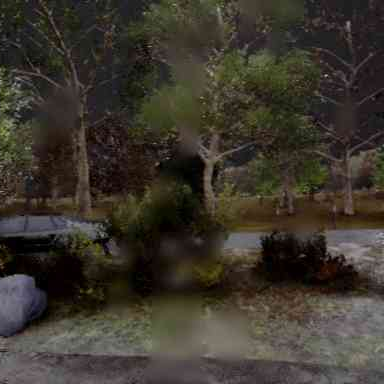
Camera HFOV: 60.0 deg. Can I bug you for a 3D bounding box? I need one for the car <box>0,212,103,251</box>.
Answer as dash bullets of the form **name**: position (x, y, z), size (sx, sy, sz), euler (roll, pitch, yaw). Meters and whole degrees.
- **car**: position (-5.540, 1.416, 11.213), size (5.357, 1.411, 2.033), euler (-3, 1, -13)
